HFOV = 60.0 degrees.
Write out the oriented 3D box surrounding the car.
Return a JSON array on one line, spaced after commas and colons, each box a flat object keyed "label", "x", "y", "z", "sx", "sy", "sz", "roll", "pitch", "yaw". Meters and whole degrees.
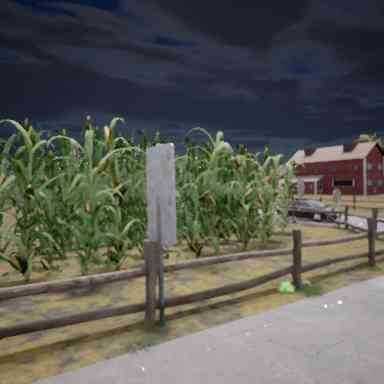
[{"label": "car", "x": 8.423, "y": 1.298, "z": 24.237, "sx": 1.837, "sy": 1.490, "sz": 4.892, "roll": -2, "pitch": 2, "yaw": -34}]
